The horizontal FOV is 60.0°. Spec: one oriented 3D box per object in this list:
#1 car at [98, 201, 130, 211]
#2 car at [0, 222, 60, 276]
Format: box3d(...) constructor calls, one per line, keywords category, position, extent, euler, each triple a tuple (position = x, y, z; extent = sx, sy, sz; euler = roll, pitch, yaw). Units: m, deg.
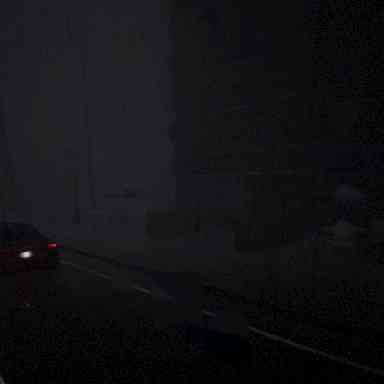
box3d(category="car", position=(-10.344, 1.865, 44.164), extent=(4.181, 1.385, 1.994), euler=(1, 0, -44))
box3d(category="car", position=(-5.662, 1.597, 10.056), extent=(1.994, 1.385, 4.181), euler=(1, -1, -44))
